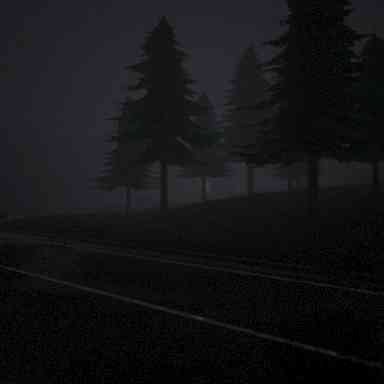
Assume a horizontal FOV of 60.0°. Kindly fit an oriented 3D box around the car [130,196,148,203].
[{"bbox_3d":[-11.324,1.587,69.928,1.882,1.535,5.008,0,0,35],"label":"car"}]
